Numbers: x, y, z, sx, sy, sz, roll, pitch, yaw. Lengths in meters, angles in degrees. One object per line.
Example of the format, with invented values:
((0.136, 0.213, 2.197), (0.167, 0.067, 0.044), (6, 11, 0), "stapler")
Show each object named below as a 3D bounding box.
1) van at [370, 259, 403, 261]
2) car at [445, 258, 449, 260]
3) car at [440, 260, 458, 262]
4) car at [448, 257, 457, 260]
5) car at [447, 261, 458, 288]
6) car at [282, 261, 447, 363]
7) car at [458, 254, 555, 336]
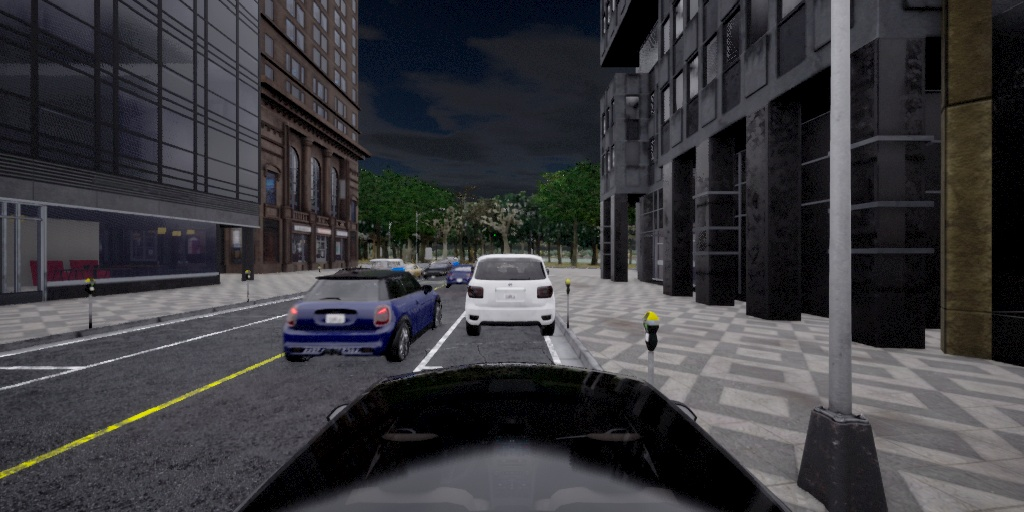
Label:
((-8.908, 1.093, 25.423), (1.690, 1.789, 3.998), (0, 0, 0), "van")
((-8.908, 1.284, 41.566), (1.751, 1.417, 4.829), (0, 0, 0), "car")
((-6.244, 1.302, 31.054), (2.033, 1.411, 5.357), (0, 0, 0), "car")
((-8.908, 1.201, 47.173), (1.967, 1.591, 4.097), (0, 0, 0), "car")
((-3.145, 1.278, 23.775), (1.812, 1.442, 4.674), (0, 0, 0), "car")
((-3.049, 1.103, 8.321), (2.097, 1.767, 4.553), (0, 0, 0), "car")
((-0.039, 0.971, 10.530), (2.150, 2.045, 5.566), (0, 0, 0), "car")
